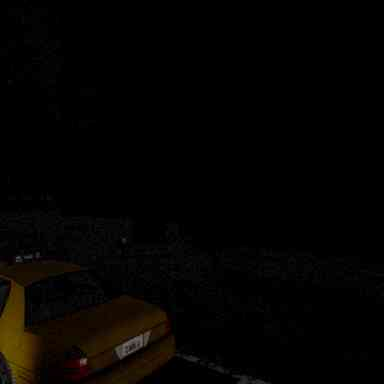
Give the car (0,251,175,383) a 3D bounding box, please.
[{"bbox_3d":[-2.477,1.525,4.726,4.829,1.417,1.752,0,0,35],"label":"car"}]
